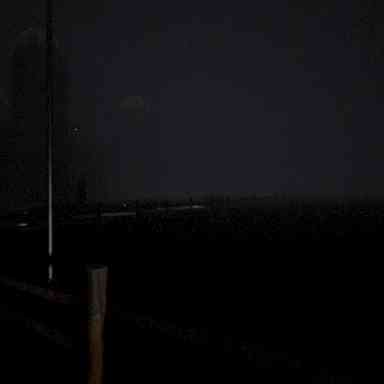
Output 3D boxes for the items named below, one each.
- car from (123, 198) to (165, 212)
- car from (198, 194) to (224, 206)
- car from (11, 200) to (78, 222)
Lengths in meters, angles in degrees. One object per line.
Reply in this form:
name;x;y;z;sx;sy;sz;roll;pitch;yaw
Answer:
car;-4.954;1.351;34.846;1.895;1.301;4.718;1;1;35
car;2.646;1.056;45.609;2.128;1.511;4.902;1;1;35
car;-11.318;1.386;25.805;1.882;1.535;5.008;1;1;35
